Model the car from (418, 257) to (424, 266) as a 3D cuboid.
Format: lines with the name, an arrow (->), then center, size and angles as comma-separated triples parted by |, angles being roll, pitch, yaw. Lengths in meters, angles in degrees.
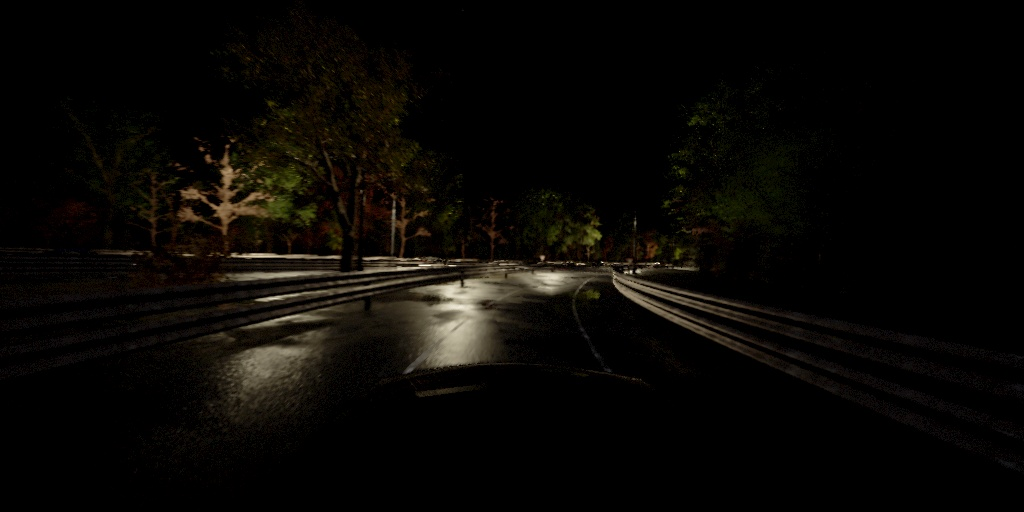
car -> -11.334, 0.910, 52.226 | 2.097, 1.767, 4.553 | 2, 0, 38

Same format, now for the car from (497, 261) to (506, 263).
car -> -1.163, 1.564, 59.611 | 1.895, 1.301, 4.718 | 2, 0, 38

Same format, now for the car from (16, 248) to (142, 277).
car -> -26.095, 0.448, 21.876 | 2.128, 1.511, 4.902 | 2, 0, 38

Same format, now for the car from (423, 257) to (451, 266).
car -> -8.248, 1.182, 44.806 | 1.837, 1.490, 4.892 | 2, 0, 38
